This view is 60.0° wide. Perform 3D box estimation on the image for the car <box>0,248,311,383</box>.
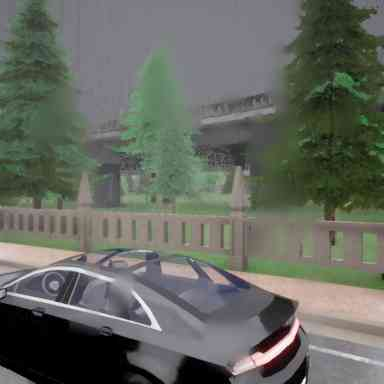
[{"bbox_3d":[-1.100,1.491,4.193,4.902,1.511,2.128,0,0,33],"label":"car"}]
